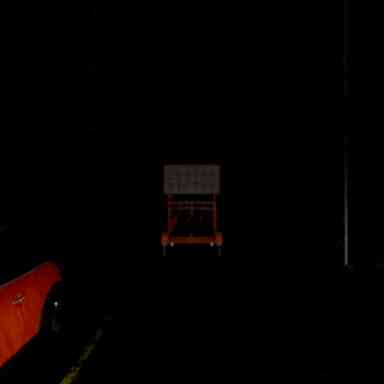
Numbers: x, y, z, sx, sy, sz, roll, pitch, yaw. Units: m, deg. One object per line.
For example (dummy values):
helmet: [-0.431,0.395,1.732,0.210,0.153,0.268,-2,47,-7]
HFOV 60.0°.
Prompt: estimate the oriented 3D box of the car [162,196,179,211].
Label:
car: [-3.086,1.549,47.754,2.150,2.045,5.566,0,-1,0]

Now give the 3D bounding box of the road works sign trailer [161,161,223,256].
road works sign trailer: [-0.001,0.549,13.501,2.380,3.560,2.880,0,0,0]

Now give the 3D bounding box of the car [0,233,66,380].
car: [-3.102,1.374,3.513,2.097,1.767,4.553,0,0,0]
